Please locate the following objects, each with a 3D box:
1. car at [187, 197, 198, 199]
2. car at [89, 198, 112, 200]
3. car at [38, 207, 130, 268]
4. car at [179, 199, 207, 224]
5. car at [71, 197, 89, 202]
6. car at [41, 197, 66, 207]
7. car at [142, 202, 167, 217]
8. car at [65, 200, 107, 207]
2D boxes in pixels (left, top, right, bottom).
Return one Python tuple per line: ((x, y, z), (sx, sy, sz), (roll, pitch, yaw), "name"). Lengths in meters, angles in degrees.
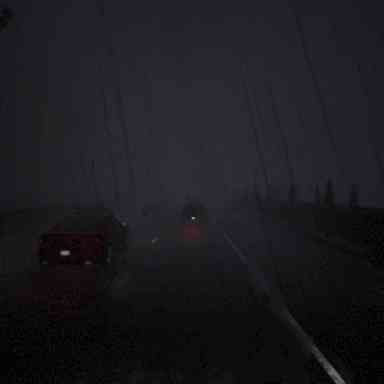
((0.117, 1.375, 42.239), (2.097, 1.767, 4.553), (0, 0, 0), "car")
((-13.659, 1.575, 51.941), (2.033, 1.411, 5.357), (0, 0, 5), "car")
((-3.405, 1.484, 11.395), (1.882, 1.535, 5.008), (0, 0, 0), "car")
((0.092, 1.520, 25.106), (1.837, 1.490, 4.892), (0, 0, 0), "car")
((-17.174, 1.532, 51.320), (1.837, 1.490, 4.892), (0, 0, 4), "car")
((-20.736, 1.504, 49.882), (1.882, 1.535, 5.008), (0, 0, 4), "car")
((-3.409, 1.618, 30.935), (1.895, 1.301, 4.718), (0, 0, 0), "car")
((-6.907, 1.560, 23.718), (2.033, 1.411, 5.357), (0, 0, 0), "car")
